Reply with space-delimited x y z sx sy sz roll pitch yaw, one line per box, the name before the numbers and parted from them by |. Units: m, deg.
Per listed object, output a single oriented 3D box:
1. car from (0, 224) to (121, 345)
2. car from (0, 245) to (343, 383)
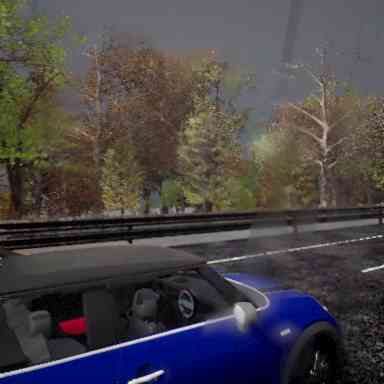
car | -3.862 1.479 5.302 5.008 1.535 1.882 0 0 -36
car | -0.455 1.360 3.438 4.553 1.767 2.097 0 0 -36
